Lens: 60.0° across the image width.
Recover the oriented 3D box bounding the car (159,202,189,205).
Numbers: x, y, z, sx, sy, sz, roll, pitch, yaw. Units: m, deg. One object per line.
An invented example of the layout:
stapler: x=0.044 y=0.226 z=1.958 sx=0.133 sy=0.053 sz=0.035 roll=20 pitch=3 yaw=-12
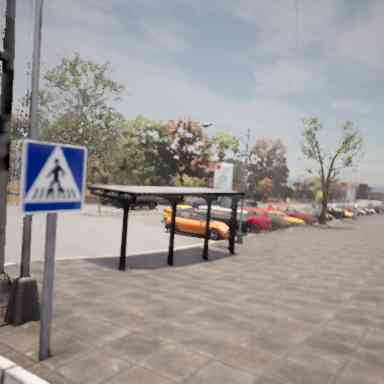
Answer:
car: x=-0.600 y=2.000 z=30.837 sx=1.882 sy=1.535 sz=5.008 roll=7 pitch=2 yaw=36

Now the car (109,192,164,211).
car: x=-6.228 y=0.950 z=38.001 sx=2.150 sy=2.045 sz=5.566 roll=7 pitch=2 yaw=35

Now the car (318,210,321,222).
car: x=12.764 y=3.001 z=40.786 sx=4.792 sy=1.488 sz=2.163 roll=7 pitch=2 yaw=15

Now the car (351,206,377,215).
car: x=43.824 y=4.724 z=84.861 sx=5.366 sy=1.575 sz=1.946 roll=7 pitch=3 yaw=15

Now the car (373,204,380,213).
car: x=42.315 y=4.416 z=82.352 sx=5.566 sy=2.045 sz=2.435 roll=7 pitch=2 yaw=15

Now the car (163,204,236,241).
car: x=0.436 y=2.229 z=23.717 sx=4.553 sy=1.767 sz=2.185 roll=7 pitch=2 yaw=16

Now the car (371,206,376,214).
car: x=40.549 y=4.603 z=79.919 sx=4.792 sy=1.488 sz=2.163 roll=7 pitch=2 yaw=15

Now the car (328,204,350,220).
car: x=21.481 y=3.180 z=53.004 sx=5.566 sy=2.045 sz=2.435 roll=7 pitch=2 yaw=15

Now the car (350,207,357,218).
car: x=25.075 y=3.646 z=57.858 sx=5.366 sy=1.575 sz=1.946 roll=7 pitch=2 yaw=15

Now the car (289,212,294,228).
car: x=7.505 y=2.749 z=33.461 sx=4.674 sy=1.452 sz=2.002 roll=7 pitch=2 yaw=16

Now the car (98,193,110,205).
car: x=-8.496 y=0.663 z=39.955 sx=2.150 sy=2.045 sz=5.566 roll=7 pitch=2 yaw=36

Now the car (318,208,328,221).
car: x=14.480 y=3.059 z=43.227 sx=4.892 sy=1.521 sz=2.231 roll=7 pitch=3 yaw=15

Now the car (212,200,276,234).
car: x=4.001 y=2.283 z=28.564 sx=5.566 sy=2.045 sz=2.435 roll=7 pitch=3 yaw=16

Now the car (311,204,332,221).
car: x=16.257 y=3.025 z=45.660 sx=4.553 sy=1.767 sz=2.185 roll=7 pitch=3 yaw=15

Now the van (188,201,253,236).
van: x=2.149 y=2.210 z=26.156 sx=4.442 sy=1.987 sz=1.878 roll=7 pitch=3 yaw=16

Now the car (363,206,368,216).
car: x=33.569 y=4.162 z=70.137 sx=5.008 sy=1.535 sz=2.097 roll=7 pitch=2 yaw=15

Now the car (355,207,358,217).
car: x=26.452 y=3.705 z=60.395 sx=5.366 sy=1.575 sz=1.946 roll=7 pitch=2 yaw=15

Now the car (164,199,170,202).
car: x=-2.776 y=1.204 z=47.976 sx=1.882 sy=1.535 sz=5.008 roll=7 pitch=2 yaw=35

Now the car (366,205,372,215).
car: x=37.090 y=4.253 z=75.010 sx=4.553 sy=1.767 sz=2.185 roll=7 pitch=2 yaw=15

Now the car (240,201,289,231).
car: x=5.816 y=2.377 z=30.997 sx=5.566 sy=2.045 sz=2.435 roll=7 pitch=2 yaw=16

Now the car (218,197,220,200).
car: x=4.159 y=1.558 z=57.705 sx=1.882 sy=1.535 sz=5.008 roll=7 pitch=2 yaw=36

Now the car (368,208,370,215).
car: x=35.308 y=4.310 z=72.578 sx=4.674 sy=1.452 sz=2.002 roll=7 pitch=2 yaw=15

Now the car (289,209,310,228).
car: x=9.436 y=2.815 z=35.851 sx=5.366 sy=1.575 sz=1.946 roll=7 pitch=2 yaw=15

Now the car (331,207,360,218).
car: x=30.071 y=3.970 z=65.245 sx=4.792 sy=1.488 sz=2.163 roll=7 pitch=2 yaw=15

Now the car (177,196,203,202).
car: x=0.214 y=1.596 z=47.045 sx=2.033 sy=1.411 sz=5.357 roll=7 pitch=2 yaw=35

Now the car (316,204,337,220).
car: x=17.934 y=3.108 z=48.129 sx=4.553 sy=1.767 sz=2.185 roll=7 pitch=2 yaw=15

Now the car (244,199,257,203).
car: x=10.291 y=2.071 z=61.140 sx=2.128 sy=1.511 sz=4.902 roll=7 pitch=2 yaw=36

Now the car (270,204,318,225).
car: x=11.054 y=2.636 z=38.328 sx=5.566 sy=2.045 sz=2.435 roll=7 pitch=2 yaw=15

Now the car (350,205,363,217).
car: x=28.367 y=3.584 z=62.787 sx=5.566 sy=2.045 sz=2.435 roll=7 pitch=2 yaw=15
